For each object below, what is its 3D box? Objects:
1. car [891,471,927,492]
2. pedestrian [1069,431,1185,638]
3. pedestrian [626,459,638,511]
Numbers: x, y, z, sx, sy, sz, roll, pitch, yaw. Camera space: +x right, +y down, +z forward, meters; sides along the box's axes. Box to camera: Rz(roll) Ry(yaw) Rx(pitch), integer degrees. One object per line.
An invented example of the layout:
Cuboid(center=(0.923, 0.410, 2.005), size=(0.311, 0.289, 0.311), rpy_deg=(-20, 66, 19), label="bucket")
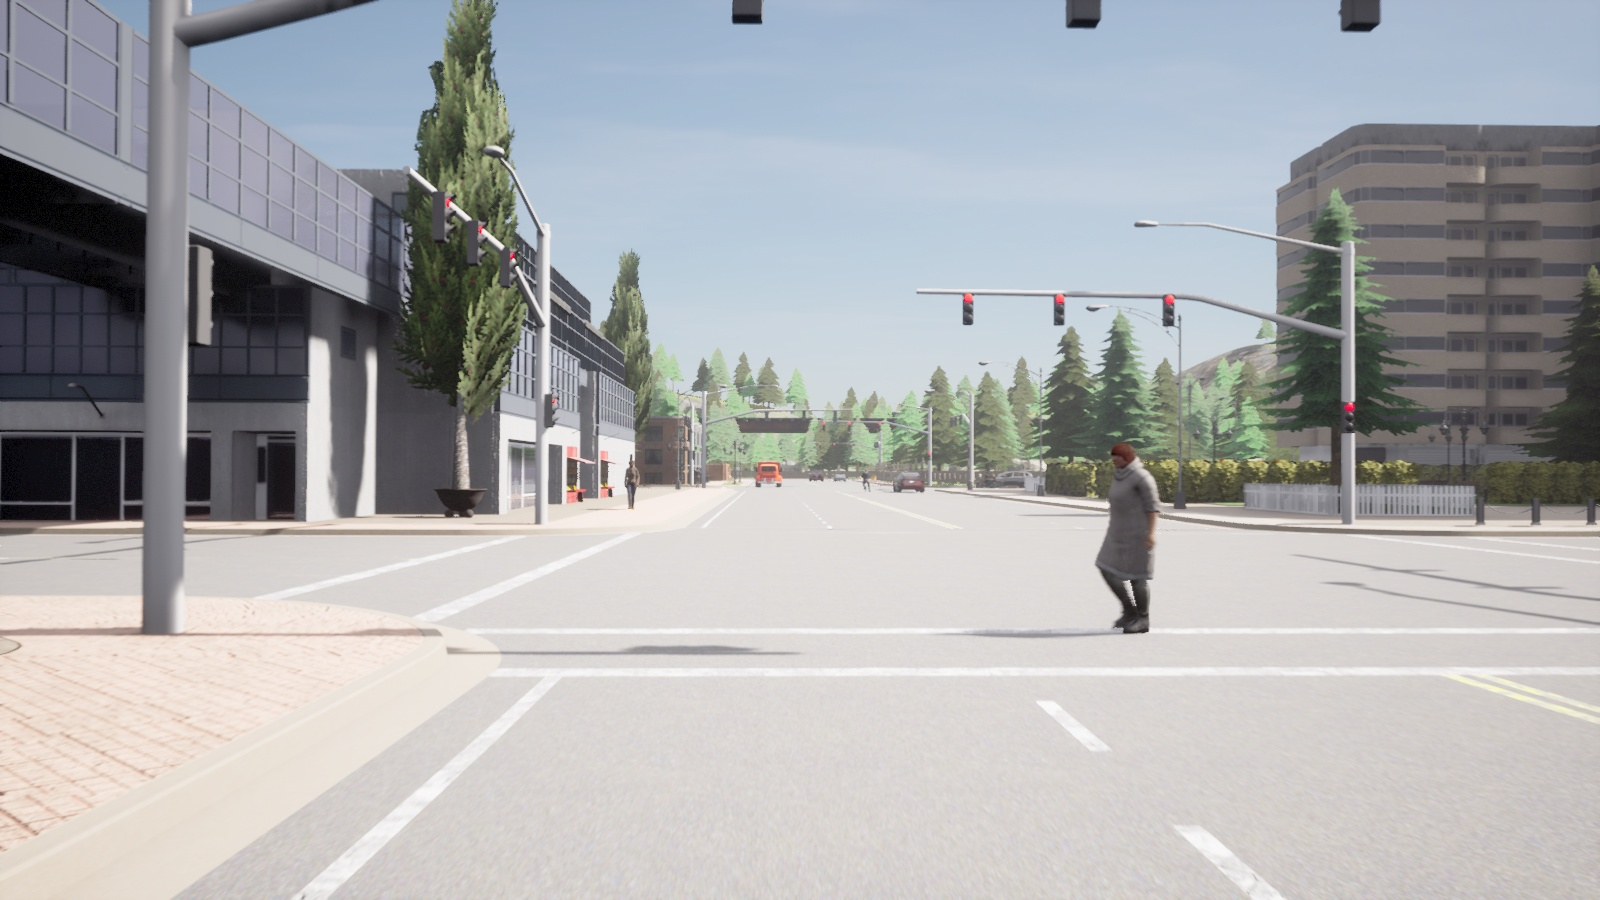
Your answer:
Cuboid(center=(8.138, 2.356, 94.078), size=(2.163, 1.488, 4.792), rpy_deg=(0, -1, -1), label="car")
Cuboid(center=(3.175, 0.800, 12.237), size=(0.873, 1.952, 0.659), rpy_deg=(0, -1, -15), label="pedestrian")
Cuboid(center=(-5.975, 1.244, 44.596), size=(0.328, 1.805, 0.869), rpy_deg=(0, -1, -2), label="pedestrian")
